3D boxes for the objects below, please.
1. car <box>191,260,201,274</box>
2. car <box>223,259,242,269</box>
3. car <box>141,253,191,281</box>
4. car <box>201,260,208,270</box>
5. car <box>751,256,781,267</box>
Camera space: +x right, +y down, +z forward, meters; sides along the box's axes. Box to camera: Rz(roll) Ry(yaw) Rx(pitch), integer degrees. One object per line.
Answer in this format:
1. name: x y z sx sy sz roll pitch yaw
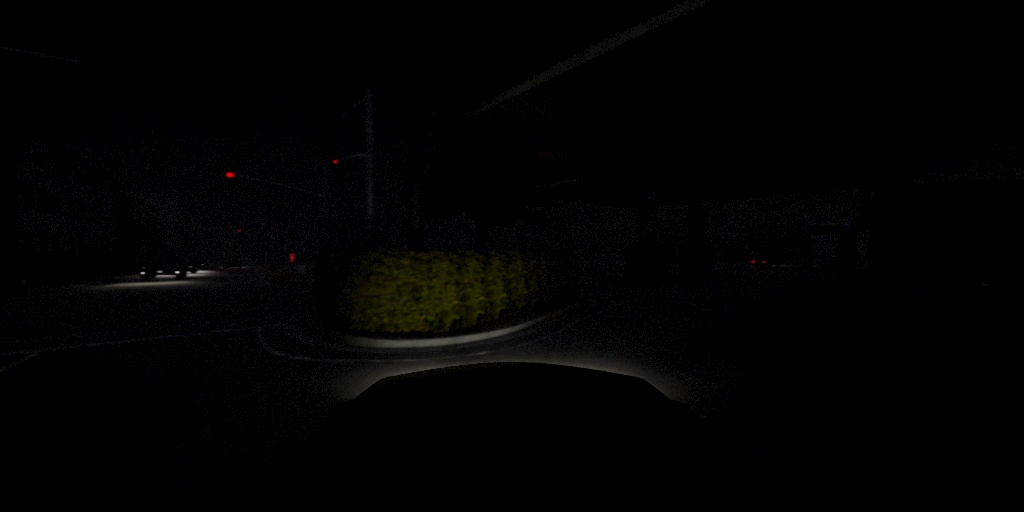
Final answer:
1. car: -33.027 1.058 36.113 1.812 1.442 4.674 -1 1 -36
2. car: -36.956 1.064 47.483 1.895 1.301 4.718 -1 1 -37
3. car: -27.275 0.783 28.269 2.150 2.045 5.566 -1 1 -37
4. car: -39.085 1.102 44.409 1.895 1.301 4.718 -1 1 -37
5. car: 33.812 0.767 47.708 5.357 1.411 2.033 -1 1 -36
